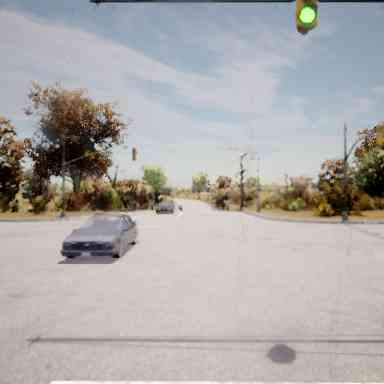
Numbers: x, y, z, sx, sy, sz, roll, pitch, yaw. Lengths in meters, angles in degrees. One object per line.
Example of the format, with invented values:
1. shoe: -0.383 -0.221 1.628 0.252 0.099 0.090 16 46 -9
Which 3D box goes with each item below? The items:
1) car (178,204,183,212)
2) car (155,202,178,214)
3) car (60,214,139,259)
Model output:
1. car: -2.772 2.980 64.051 2.128 1.511 4.902 0 -3 1
2. car: -3.053 1.849 38.326 1.994 1.385 4.181 0 -2 1
3. car: -3.329 1.597 13.172 2.033 1.411 5.357 0 0 1
